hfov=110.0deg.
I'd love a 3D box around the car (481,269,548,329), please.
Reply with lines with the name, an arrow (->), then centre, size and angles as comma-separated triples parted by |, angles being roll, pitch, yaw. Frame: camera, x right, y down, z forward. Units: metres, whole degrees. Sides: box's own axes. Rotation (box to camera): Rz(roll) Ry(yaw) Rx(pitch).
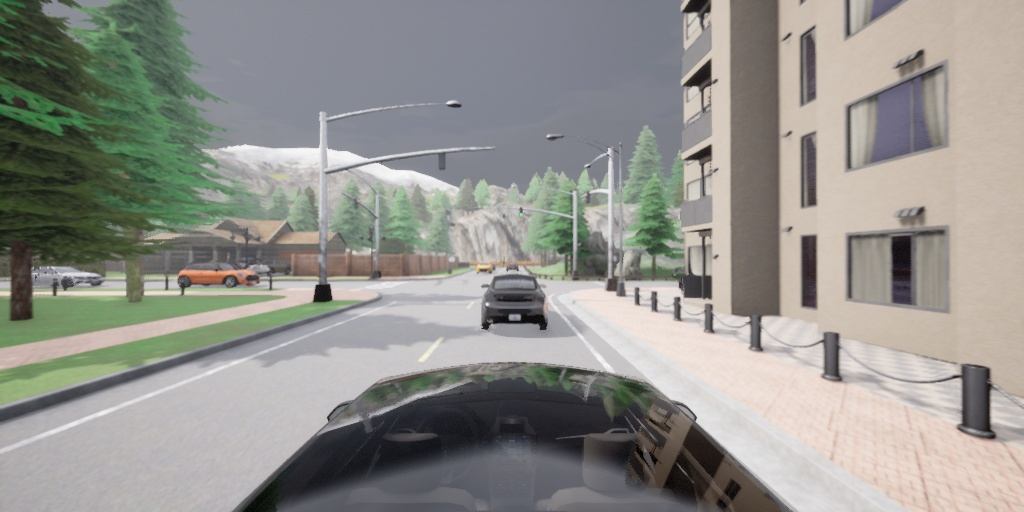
car -> 0.059, 1.321, 11.491 | 1.837, 1.490, 4.892 | 0, 0, 0

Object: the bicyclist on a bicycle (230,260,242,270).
bicyclist on a bicycle -> -24.567, 1.220, 31.975 | 0.582, 1.620, 1.656 | 0, -1, -1

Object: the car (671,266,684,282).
car -> 16.009, 1.172, 29.199 | 5.566, 2.045, 2.150 | 0, 0, -1

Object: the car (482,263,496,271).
car -> -3.586, 1.727, 57.495 | 1.895, 1.301, 4.718 | 0, 0, 0

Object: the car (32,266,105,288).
car -> -30.688, 1.413, 24.343 | 4.674, 1.442, 1.812 | 0, 0, -1

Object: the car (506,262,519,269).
car -> 0.082, 1.646, 56.690 | 1.812, 1.442, 4.674 | 0, 0, 0

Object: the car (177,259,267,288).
car -> -19.953, 1.242, 24.583 | 4.553, 1.767, 2.097 | 0, 0, -1

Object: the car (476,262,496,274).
car -> -3.593, 1.535, 47.352 | 1.882, 1.535, 5.008 | 0, 0, 0
